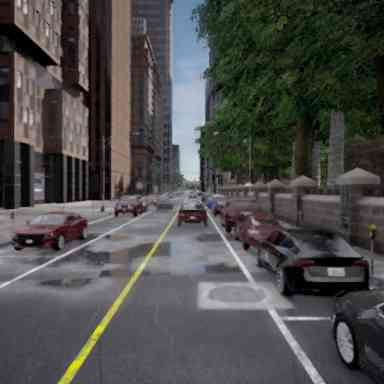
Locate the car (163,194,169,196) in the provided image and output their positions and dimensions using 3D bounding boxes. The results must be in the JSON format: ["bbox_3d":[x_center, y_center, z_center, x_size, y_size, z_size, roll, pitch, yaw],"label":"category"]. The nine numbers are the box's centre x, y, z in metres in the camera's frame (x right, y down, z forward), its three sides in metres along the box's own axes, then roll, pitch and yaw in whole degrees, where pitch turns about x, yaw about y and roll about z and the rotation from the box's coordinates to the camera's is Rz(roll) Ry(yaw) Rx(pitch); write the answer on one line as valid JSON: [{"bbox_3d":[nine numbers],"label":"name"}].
[{"bbox_3d":[-5.644,1.255,58.190,2.008,1.369,4.403,0,0,0],"label":"car"}]

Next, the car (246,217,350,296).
[{"bbox_3d":[2.771,1.562,8.460,1.947,1.339,4.313,0,0,0],"label":"car"}]

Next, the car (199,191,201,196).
[{"bbox_3d":[2.895,1.005,63.705,2.192,1.841,5.009,0,0,0],"label":"car"}]

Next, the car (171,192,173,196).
[{"bbox_3d":[-5.619,1.061,69.238,1.967,1.590,4.097,0,0,0],"label":"car"}]

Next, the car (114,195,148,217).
[{"bbox_3d":[-5.703,1.200,30.569,2.192,1.841,5.009,0,0,0],"label":"car"}]

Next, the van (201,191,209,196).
[{"bbox_3d":[2.882,1.071,58.181,1.690,1.788,3.998,0,0,0],"label":"van"}]

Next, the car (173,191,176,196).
[{"bbox_3d":[-5.596,1.097,80.286,1.947,1.339,4.313,0,0,0],"label":"car"}]

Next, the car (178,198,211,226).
[{"bbox_3d":[0.043,1.419,22.886,1.882,1.535,5.008,0,0,0],"label":"car"}]

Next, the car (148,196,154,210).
[{"bbox_3d":[-5.691,1.292,36.092,1.967,1.590,4.097,0,0,0],"label":"car"}]

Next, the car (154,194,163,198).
[{"bbox_3d":[-5.667,1.219,47.141,1.967,1.590,4.097,0,0,0],"label":"car"}]

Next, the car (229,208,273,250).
[{"bbox_3d":[2.785,1.564,13.986,1.802,1.307,4.206,0,0,0],"label":"car"}]

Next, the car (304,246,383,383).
[{"bbox_3d":[2.761,1.556,2.934,2.008,1.369,4.403,0,0,0],"label":"car"}]

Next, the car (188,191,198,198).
[{"bbox_3d":[0.163,0.950,78.995,1.994,1.385,4.181,0,0,0],"label":"car"}]

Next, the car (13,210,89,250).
[{"bbox_3d":[-5.741,1.501,13.994,1.887,1.381,4.507,0,0,0],"label":"car"}]

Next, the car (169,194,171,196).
[{"bbox_3d":[-5.632,1.190,63.544,1.752,1.417,4.829,0,0,0],"label":"car"}]

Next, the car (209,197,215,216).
[{"bbox_3d":[2.822,1.456,30.562,1.887,1.381,4.507,0,0,0],"label":"car"}]

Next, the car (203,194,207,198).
[{"bbox_3d":[2.858,1.330,47.304,1.752,1.417,4.829,0,0,0],"label":"car"}]

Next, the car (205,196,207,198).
[{"bbox_3d":[2.846,1.424,41.611,1.802,1.307,4.206,0,0,0],"label":"car"}]

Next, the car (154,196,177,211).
[{"bbox_3d":[-2.931,1.449,37.956,1.895,1.301,4.718,0,0,0],"label":"car"}]

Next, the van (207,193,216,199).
[{"bbox_3d":[2.835,1.219,36.084,1.690,1.788,3.998,0,0,0],"label":"van"}]

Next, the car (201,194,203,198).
[{"bbox_3d":[2.869,1.350,52.659,1.802,1.307,4.206,0,0,0],"label":"car"}]

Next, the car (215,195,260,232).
[{"bbox_3d":[2.797,1.278,19.510,2.192,1.841,5.009,0,0,0],"label":"car"}]
